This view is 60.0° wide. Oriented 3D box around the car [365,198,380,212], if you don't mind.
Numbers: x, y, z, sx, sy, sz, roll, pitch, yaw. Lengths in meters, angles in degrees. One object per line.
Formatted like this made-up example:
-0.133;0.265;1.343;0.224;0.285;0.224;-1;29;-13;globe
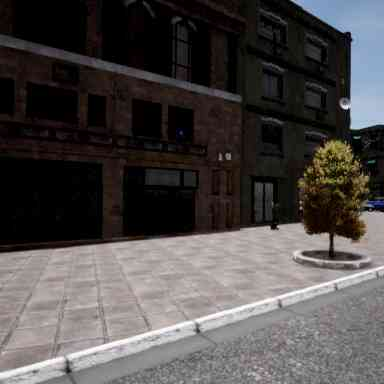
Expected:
18.698;1.563;38.129;1.947;1.339;4.313;1;-1;-17;car

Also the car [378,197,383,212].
21.760;1.382;36.621;2.097;1.767;4.553;1;0;-17;car
